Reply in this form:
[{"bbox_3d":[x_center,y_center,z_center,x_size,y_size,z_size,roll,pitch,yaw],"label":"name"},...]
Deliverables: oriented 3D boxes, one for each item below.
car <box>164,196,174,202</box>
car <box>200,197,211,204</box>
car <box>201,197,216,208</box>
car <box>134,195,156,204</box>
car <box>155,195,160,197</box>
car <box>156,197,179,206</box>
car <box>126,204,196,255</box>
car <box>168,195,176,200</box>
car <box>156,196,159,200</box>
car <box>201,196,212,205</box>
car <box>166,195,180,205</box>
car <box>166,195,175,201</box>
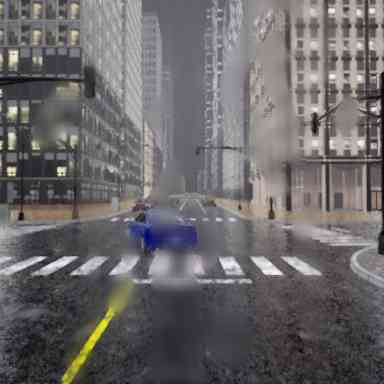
[{"bbox_3d":[-5.728,1.614,83.160,2.008,1.369,4.403,1,0,0],"label":"car"},{"bbox_3d":[2.662,1.616,66.509,1.947,1.339,4.313,1,0,0],"label":"car"},{"bbox_3d":[2.672,1.619,49.776,1.802,1.307,4.206,1,0,0],"label":"car"},{"bbox_3d":[-5.698,1.469,38.559,1.967,1.590,4.097,1,0,0],"label":"car"},{"bbox_3d":[-5.703,1.353,49.709,2.192,1.841,5.009,1,0,0],"label":"car"},{"bbox_3d":[-3.120,1.633,43.306,1.895,1.301,4.718,0,0,0],"label":"car"},{"bbox_3d":[-1.394,1.488,13.539,1.882,1.535,5.008,1,0,-20],"label":"car"},{"bbox_3d":[-5.736,1.624,94.310,2.008,1.369,4.403,1,0,0],"label":"car"},{"bbox_3d":[-5.705,1.615,44.134,1.802,1.307,4.206,1,0,0],"label":"car"},{"bbox_3d":[2.667,1.572,61.102,1.752,1.417,4.829,1,0,0],"label":"car"},{"bbox_3d":[-3.070,1.593,59.961,2.033,1.411,5.357,0,0,1],"label":"car"},{"bbox_3d":[-5.732,1.613,88.735,1.887,1.381,4.507,1,0,0],"label":"car"}]
